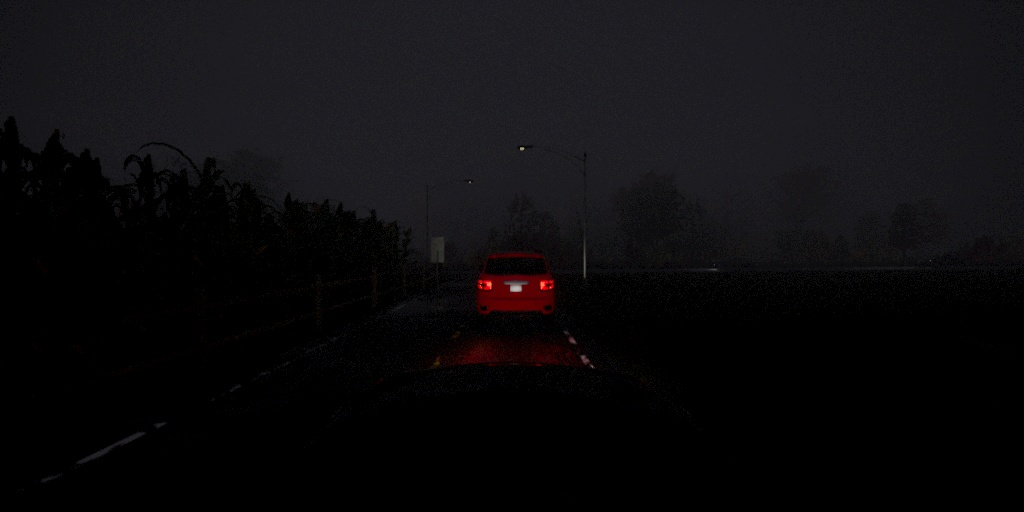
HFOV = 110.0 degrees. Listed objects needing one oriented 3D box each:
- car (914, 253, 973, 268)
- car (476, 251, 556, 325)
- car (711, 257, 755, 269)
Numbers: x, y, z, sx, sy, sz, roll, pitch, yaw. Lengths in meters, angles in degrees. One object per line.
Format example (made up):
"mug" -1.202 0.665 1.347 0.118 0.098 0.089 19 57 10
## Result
"car" 46.743 0.476 38.932 4.902 1.511 2.128 0 1 1
"car" 0.102 0.879 11.589 2.150 2.045 5.566 0 0 0
"car" 24.173 0.745 39.280 4.181 1.385 1.994 0 1 1
